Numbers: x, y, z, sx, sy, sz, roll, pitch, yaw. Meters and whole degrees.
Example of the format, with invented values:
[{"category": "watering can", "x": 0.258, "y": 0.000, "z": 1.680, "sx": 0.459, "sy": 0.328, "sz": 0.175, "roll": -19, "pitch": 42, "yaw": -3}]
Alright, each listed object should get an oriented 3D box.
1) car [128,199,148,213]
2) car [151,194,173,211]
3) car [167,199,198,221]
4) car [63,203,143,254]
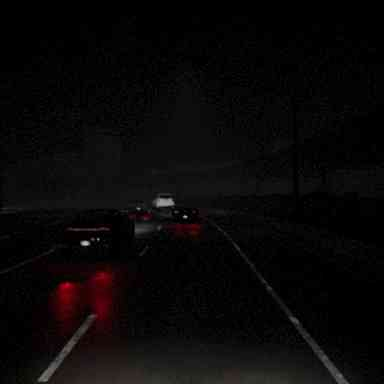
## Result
[{"category": "car", "x": -5.623, "y": 1.433, "z": 34.485, "sx": 1.812, "sy": 1.442, "sz": 4.674, "roll": 0, "pitch": -1, "yaw": -11}, {"category": "car", "x": -3.732, "y": 1.254, "z": 41.682, "sx": 2.150, "sy": 2.045, "sz": 5.566, "roll": 0, "pitch": -1, "yaw": -15}, {"category": "car", "x": -0.720, "y": 1.454, "z": 25.553, "sx": 1.895, "sy": 1.301, "sz": 4.718, "roll": 0, "pitch": 0, "yaw": -6}, {"category": "car", "x": -3.443, "y": 1.402, "z": 13.027, "sx": 2.128, "sy": 1.511, "sz": 4.902, "roll": 0, "pitch": 0, "yaw": -1}]
